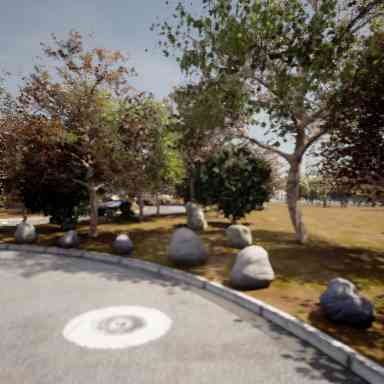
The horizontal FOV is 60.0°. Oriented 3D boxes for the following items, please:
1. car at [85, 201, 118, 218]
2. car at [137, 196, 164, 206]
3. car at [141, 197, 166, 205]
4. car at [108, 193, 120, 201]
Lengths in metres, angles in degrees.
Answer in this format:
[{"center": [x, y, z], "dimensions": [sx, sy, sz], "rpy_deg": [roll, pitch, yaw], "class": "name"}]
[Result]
[{"center": [-10.214, 1.894, 34.541], "dimensions": [1.895, 1.301, 4.718], "rpy_deg": [-2, -1, 38], "class": "car"}, {"center": [-6.995, 1.392, 54.663], "dimensions": [2.097, 1.767, 4.553], "rpy_deg": [1, 1, -43], "class": "car"}, {"center": [-6.858, 1.597, 58.977], "dimensions": [4.181, 1.385, 1.994], "rpy_deg": [1, 0, 41], "class": "car"}, {"center": [-16.810, 0.957, 67.124], "dimensions": [5.566, 2.045, 2.150], "rpy_deg": [2, 0, 39], "class": "car"}]
